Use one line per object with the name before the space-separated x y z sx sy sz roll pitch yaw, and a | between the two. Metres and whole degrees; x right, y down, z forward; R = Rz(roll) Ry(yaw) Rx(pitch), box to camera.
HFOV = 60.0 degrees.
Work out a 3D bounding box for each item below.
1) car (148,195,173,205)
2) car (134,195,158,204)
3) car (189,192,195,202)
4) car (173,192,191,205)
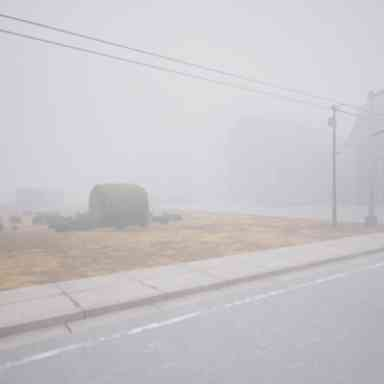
car | -5.524 1.194 52.078 2.097 1.767 4.553 -1 1 -36
car | -8.684 1.394 62.330 2.033 1.411 5.357 0 0 -37
car | -1.395 0.972 59.481 3.866 1.878 1.905 -2 6 11
car | -2.882 1.270 54.544 1.882 1.535 5.008 -1 0 -36
